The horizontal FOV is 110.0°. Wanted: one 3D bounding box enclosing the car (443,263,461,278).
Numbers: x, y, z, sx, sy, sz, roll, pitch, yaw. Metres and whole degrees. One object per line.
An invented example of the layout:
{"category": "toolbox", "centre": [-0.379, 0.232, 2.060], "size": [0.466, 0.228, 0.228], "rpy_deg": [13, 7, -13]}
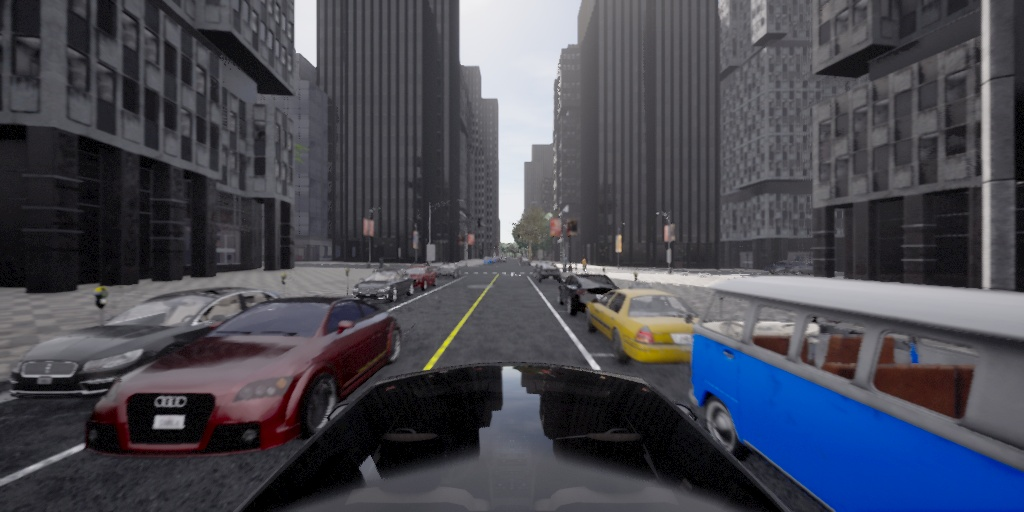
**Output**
{"category": "car", "centre": [-5.750, 1.286, 32.810], "size": [2.007, 1.370, 4.403], "rpy_deg": [0, 0, 0]}

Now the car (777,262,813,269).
{"category": "car", "centre": [39.317, 1.977, 48.234], "size": [4.902, 1.511, 2.128], "rpy_deg": [1, 0, 0]}

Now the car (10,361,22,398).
{"category": "car", "centre": [-5.763, 1.276, 1.146], "size": [1.751, 1.417, 4.829], "rpy_deg": [0, 0, 0]}

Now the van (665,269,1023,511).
{"category": "van", "centre": [2.763, 1.090, 2.413], "size": [1.690, 1.789, 3.998], "rpy_deg": [0, 0, 0]}

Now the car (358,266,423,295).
{"category": "car", "centre": [-5.757, 1.292, 16.477], "size": [2.007, 1.370, 4.403], "rpy_deg": [0, 0, 0]}

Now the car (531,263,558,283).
{"category": "car", "centre": [2.773, 1.287, 27.811], "size": [2.007, 1.370, 4.403], "rpy_deg": [0, 0, 0]}

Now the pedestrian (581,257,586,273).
{"category": "pedestrian", "centre": [8.150, 0.981, 40.674], "size": [0.375, 1.860, 0.375], "rpy_deg": [0, 0, 0]}

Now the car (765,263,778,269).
{"category": "car", "centre": [39.341, 2.056, 51.483], "size": [4.181, 1.385, 1.994], "rpy_deg": [1, 0, 0]}

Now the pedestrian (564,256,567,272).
{"category": "pedestrian", "centre": [6.150, 0.875, 41.275], "size": [0.375, 1.860, 0.375], "rpy_deg": [0, 0, 0]}

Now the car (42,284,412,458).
{"category": "car", "centre": [-3.099, 1.312, 5.234], "size": [1.994, 1.385, 4.181], "rpy_deg": [0, 0, 0]}

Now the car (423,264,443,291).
{"category": "car", "centre": [-5.755, 1.285, 21.921], "size": [1.888, 1.381, 4.507], "rpy_deg": [0, 0, 0]}

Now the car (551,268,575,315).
{"category": "car", "centre": [2.767, 1.309, 13.240], "size": [1.948, 1.339, 4.313], "rpy_deg": [0, 0, 0]}

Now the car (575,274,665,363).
{"category": "car", "centre": [2.765, 1.272, 7.996], "size": [1.751, 1.417, 4.829], "rpy_deg": [0, 0, 0]}

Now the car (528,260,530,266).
{"category": "car", "centre": [2.775, 1.286, 32.803], "size": [2.007, 1.370, 4.403], "rpy_deg": [0, 0, 0]}

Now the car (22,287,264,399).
{"category": "car", "centre": [-5.761, 1.298, 6.605], "size": [2.007, 1.370, 4.403], "rpy_deg": [0, 0, 0]}

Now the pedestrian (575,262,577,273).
{"category": "pedestrian", "centre": [7.150, 1.290, 40.074], "size": [0.500, 1.100, 0.500], "rpy_deg": [0, 0, 0]}
